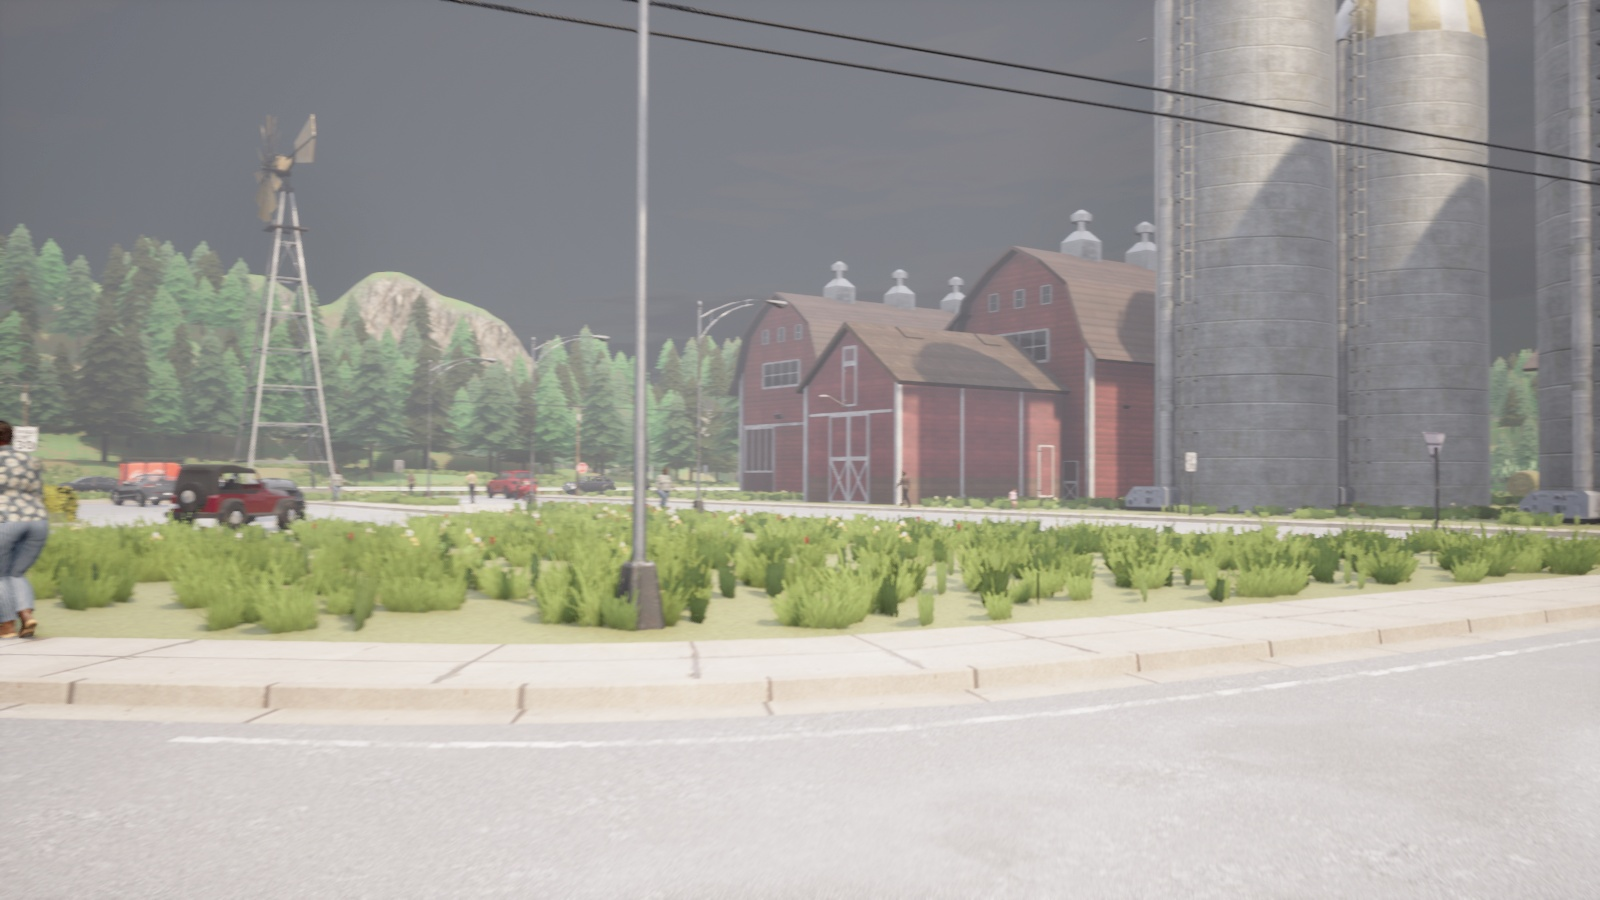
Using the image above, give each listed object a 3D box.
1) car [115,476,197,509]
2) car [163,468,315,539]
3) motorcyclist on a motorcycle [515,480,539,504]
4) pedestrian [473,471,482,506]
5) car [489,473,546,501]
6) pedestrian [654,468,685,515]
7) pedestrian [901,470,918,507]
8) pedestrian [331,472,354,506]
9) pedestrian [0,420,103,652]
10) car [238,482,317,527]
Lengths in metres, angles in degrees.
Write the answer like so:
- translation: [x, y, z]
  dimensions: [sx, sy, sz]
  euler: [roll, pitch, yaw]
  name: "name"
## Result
- translation: [-32.964, 2.161, 64.245]
  dimensions: [5.027, 1.651, 2.152]
  euler: [-1, -2, 43]
  name: "car"
- translation: [-15.777, 1.476, 35.513]
  dimensions: [1.905, 1.878, 3.866]
  euler: [0, -1, 15]
  name: "car"
- translation: [-18.015, 2.748, 82.813]
  dimensions: [0.797, 1.523, 2.044]
  euler: [1, -2, -35]
  name: "motorcyclist on a motorcycle"
- translation: [-17.056, 2.044, 66.391]
  dimensions: [0.345, 1.836, 0.594]
  euler: [1, -1, -29]
  name: "pedestrian"
- translation: [-20.941, 2.725, 92.979]
  dimensions: [2.150, 2.045, 5.566]
  euler: [1, -2, -35]
  name: "car"
- translation: [-5.218, 1.643, 50.204]
  dimensions: [0.874, 1.855, 0.900]
  euler: [1, -2, -36]
  name: "pedestrian"
- translation: [5.401, 1.887, 62.097]
  dimensions: [0.328, 1.805, 0.869]
  euler: [1, -2, -36]
  name: "pedestrian"
- translation: [-24.957, 2.107, 68.493]
  dimensions: [0.874, 1.855, 0.900]
  euler: [1, -2, -44]
  name: "pedestrian"
- translation: [-6.613, 0.698, 10.613]
  dimensions: [0.900, 1.855, 0.874]
  euler: [-1, -1, 18]
  name: "pedestrian"
- translation: [-18.833, 1.914, 45.152]
  dimensions: [1.837, 1.490, 4.892]
  euler: [1, -1, -32]
  name: "car"
